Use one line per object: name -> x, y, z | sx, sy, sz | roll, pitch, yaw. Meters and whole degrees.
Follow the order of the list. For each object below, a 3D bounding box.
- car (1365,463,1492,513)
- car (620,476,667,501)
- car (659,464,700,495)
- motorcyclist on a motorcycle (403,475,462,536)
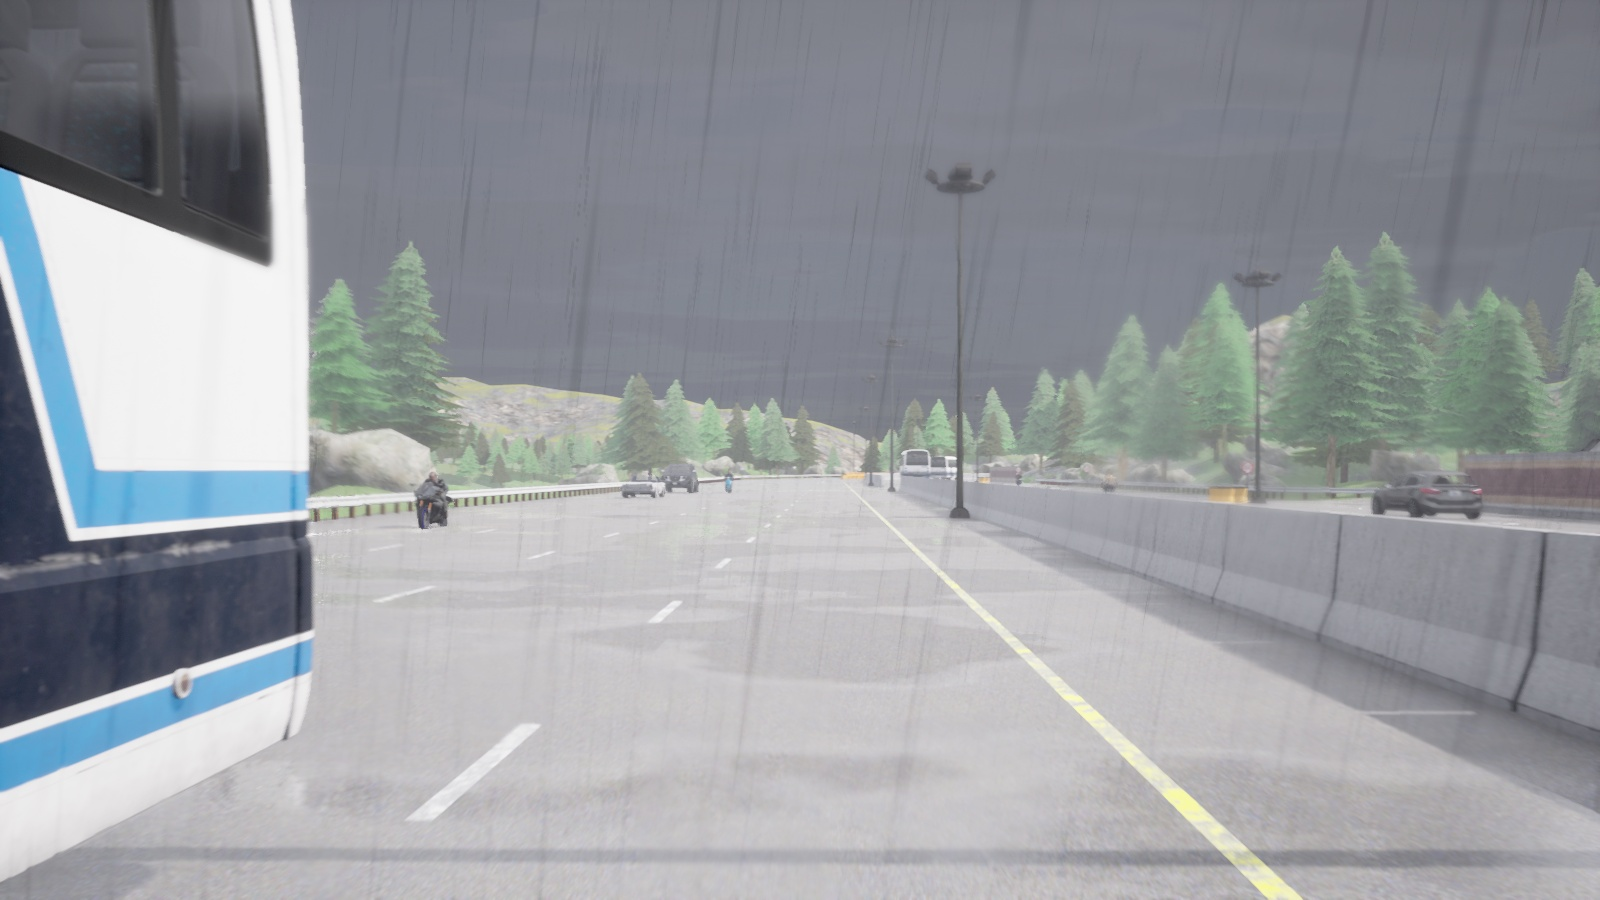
car -> 22.088, 1.320, 44.345 | 2.242, 1.667, 4.611 | 0, -1, 1
car -> -8.742, 2.126, 70.428 | 1.895, 1.301, 4.718 | 0, -1, 1
car -> -8.304, 2.024, 87.198 | 2.150, 2.045, 5.566 | 0, -1, 1
motorcyclist on a motorcycle -> -9.715, 1.442, 33.256 | 0.866, 1.530, 2.191 | 0, -1, 1
